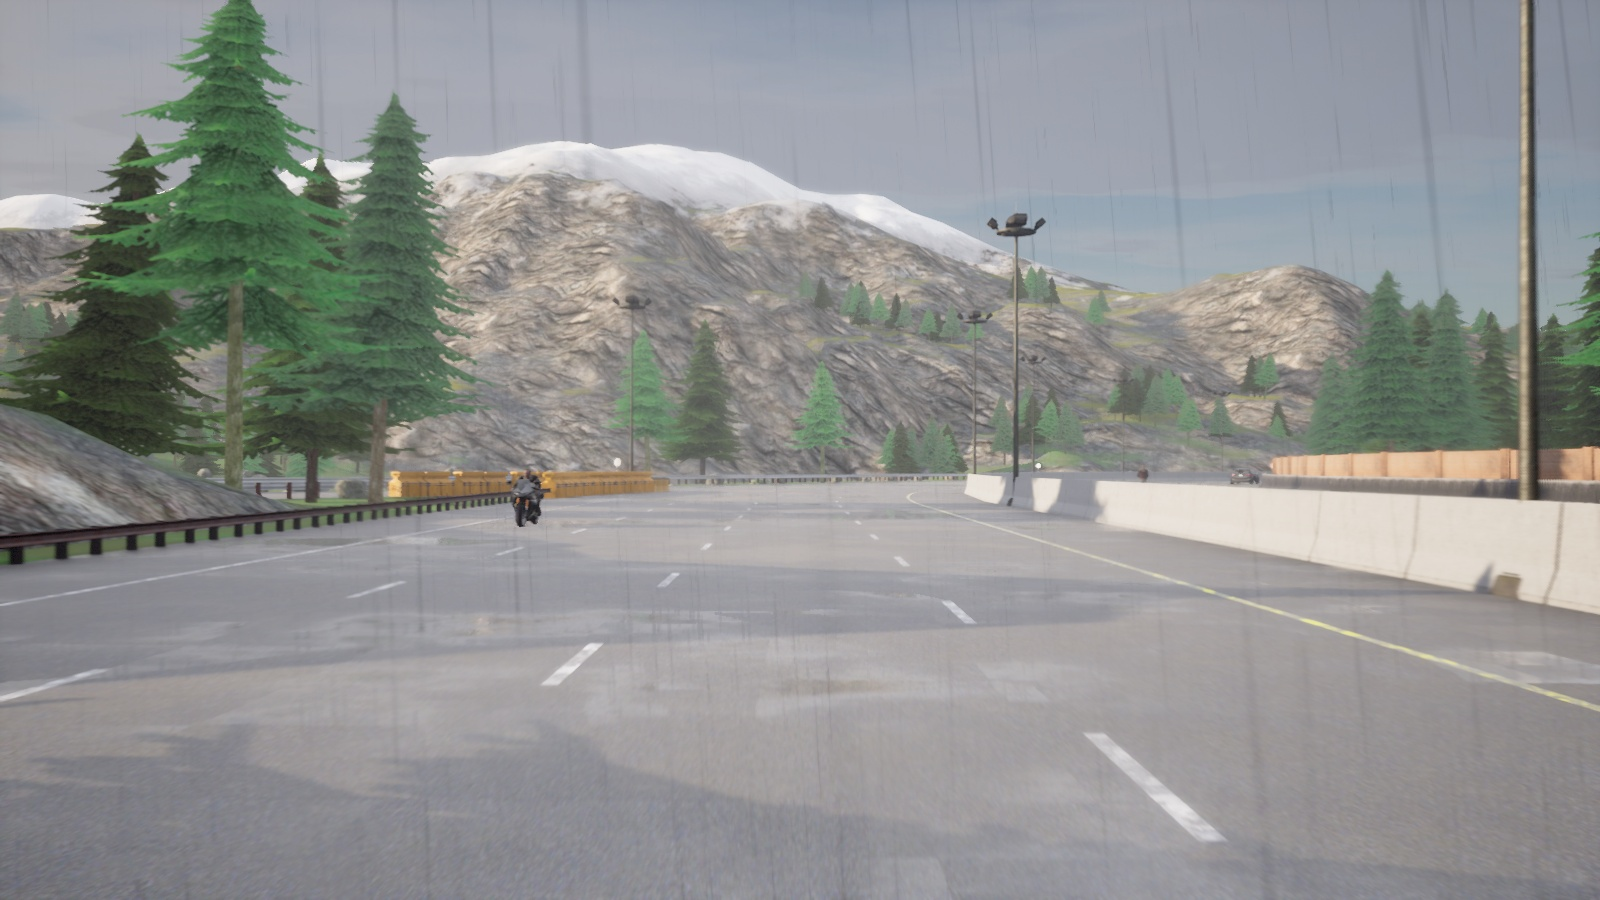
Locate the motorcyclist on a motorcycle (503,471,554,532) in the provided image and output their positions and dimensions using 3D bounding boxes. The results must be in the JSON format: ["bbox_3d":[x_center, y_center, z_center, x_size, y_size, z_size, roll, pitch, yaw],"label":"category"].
[{"bbox_3d":[-7.078,1.323,32.793,0.866,1.530,2.191,0,-1,0],"label":"motorcyclist on a motorcycle"}]
